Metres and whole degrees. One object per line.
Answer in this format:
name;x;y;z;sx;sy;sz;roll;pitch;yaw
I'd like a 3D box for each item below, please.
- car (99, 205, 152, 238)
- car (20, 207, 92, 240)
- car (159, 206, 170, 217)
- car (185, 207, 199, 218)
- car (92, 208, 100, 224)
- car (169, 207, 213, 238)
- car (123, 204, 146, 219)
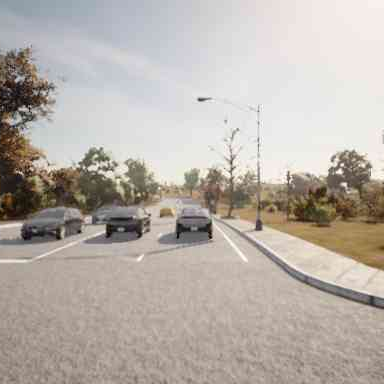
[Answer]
car;-3.388;1.600;18.312;1.837;1.490;4.892;0;-1;0
car;-7.079;1.584;17.444;1.837;1.490;4.892;0;-1;0
car;-3.467;2.750;46.751;1.882;1.535;5.008;0;-2;0
car;0.033;2.815;47.113;1.812;1.442;4.674;0;-2;0
car;-7.062;1.920;28.291;2.128;1.511;4.902;0;-2;0
car;0.112;1.586;18.192;2.128;1.511;4.902;0;-1;0
car;-7.047;2.381;41.426;2.097;1.767;4.553;0;-3;0
